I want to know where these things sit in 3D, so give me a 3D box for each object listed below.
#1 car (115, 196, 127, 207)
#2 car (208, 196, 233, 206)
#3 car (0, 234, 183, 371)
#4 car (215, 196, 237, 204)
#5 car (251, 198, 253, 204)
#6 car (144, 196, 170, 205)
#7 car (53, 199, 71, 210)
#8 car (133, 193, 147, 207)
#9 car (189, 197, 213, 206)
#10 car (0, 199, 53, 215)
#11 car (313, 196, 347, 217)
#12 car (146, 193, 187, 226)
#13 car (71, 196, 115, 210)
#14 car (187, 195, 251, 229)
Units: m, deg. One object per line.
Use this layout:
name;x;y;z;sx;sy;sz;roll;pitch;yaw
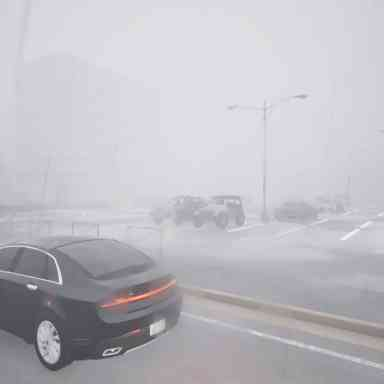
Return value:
car;-11.788;1.352;49.403;2.097;1.767;4.553;0;0;34
car;4.770;1.491;54.838;2.128;1.511;4.902;0;0;34
car;-2.416;1.505;5.725;4.892;1.490;1.837;0;0;36
car;6.484;1.491;63.646;2.128;1.511;4.902;0;0;34
car;9.892;1.505;62.446;1.837;1.490;4.892;0;0;34
car;-6.007;1.526;57.912;1.812;1.442;4.674;0;0;35
car;-17.126;1.547;41.486;2.033;1.411;5.357;0;0;34
car;-6.564;1.221;50.853;2.150;2.045;5.566;0;0;34
car;1.511;1.526;56.263;1.812;1.442;4.674;0;0;34
car;-17.455;1.601;34.732;1.895;1.301;4.718;0;0;34
car;13.796;1.395;33.136;1.970;1.475;3.806;0;0;34
car;-0.617;1.153;21.873;1.932;1.855;4.605;0;0;34
car;-12.452;1.526;42.143;1.812;1.442;4.674;0;0;34
car;1.747;1.156;20.203;1.905;1.878;3.866;0;0;34
